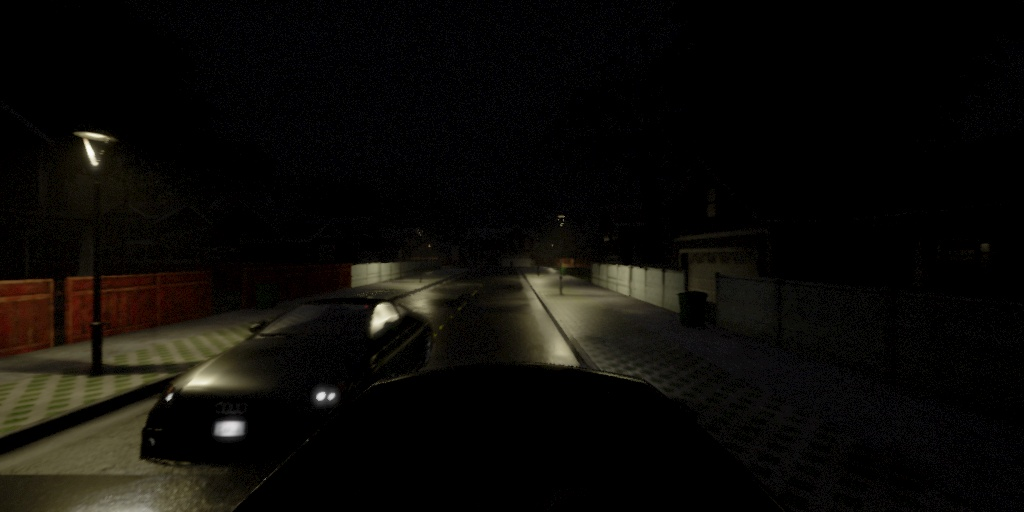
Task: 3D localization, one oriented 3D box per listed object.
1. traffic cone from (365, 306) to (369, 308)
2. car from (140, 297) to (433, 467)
[{"bbox_3d":[-4.453,1.710,11.003,0.340,0.580,0.340,0,0,0],"label":"traffic cone"},{"bbox_3d":[-2.463,1.318,5.108,1.994,1.385,4.181,0,0,0],"label":"car"}]
